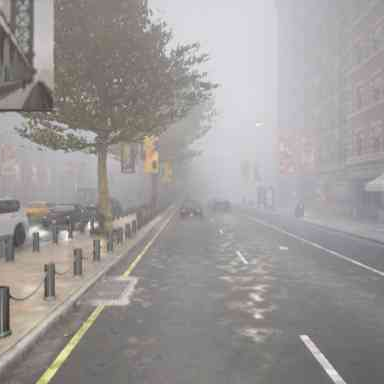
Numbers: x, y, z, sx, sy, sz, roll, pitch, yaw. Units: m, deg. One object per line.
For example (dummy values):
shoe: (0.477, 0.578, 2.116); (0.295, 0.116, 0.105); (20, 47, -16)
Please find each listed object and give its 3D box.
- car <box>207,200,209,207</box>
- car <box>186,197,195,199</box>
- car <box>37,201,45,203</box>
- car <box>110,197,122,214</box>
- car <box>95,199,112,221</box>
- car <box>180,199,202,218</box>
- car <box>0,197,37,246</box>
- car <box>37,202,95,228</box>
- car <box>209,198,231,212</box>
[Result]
car: (3.259, 1.526, 47.363); (1.994, 1.385, 4.181); (0, 0, 0)
car: (-0.188, 1.487, 48.070); (1.812, 1.442, 4.674); (0, 0, 1)
car: (-11.654, 1.458, 25.209); (1.882, 1.535, 5.008); (0, 0, 0)
car: (-8.234, 1.327, 32.062); (2.097, 1.767, 4.553); (0, 0, 0)
car: (-8.149, 1.543, 26.929); (1.994, 1.385, 4.181); (0, 0, 0)
car: (-0.069, 1.577, 30.052); (1.895, 1.301, 4.718); (0, 0, 0)
car: (-8.158, 1.213, 12.223); (2.150, 2.045, 5.566); (0, 0, 0)
car: (-8.207, 1.508, 22.109); (1.812, 1.442, 4.674); (0, 0, 0)
car: (3.315, 1.447, 38.323); (1.882, 1.535, 5.008); (0, 0, 0)
